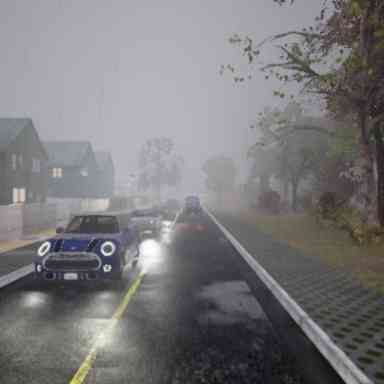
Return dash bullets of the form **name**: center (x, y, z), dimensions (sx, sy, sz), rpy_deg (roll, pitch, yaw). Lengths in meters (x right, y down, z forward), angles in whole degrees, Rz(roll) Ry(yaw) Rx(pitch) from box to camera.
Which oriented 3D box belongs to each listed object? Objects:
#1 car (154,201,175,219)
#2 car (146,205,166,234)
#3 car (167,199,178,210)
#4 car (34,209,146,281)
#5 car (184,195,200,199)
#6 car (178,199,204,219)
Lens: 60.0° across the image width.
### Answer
- **car**: center (-2.856, 1.762, 30.584), dimensions (1.895, 1.301, 4.718), rpy_deg (0, 0, 0)
- **car**: center (-2.880, 1.707, 20.084), dimensions (1.895, 1.301, 4.718), rpy_deg (0, 0, 0)
- **car**: center (-2.843, 1.750, 48.578), dimensions (1.882, 1.535, 5.008), rpy_deg (0, 0, 0)
- **car**: center (-2.862, 1.406, 10.083), dimensions (2.097, 1.767, 4.553), rpy_deg (0, 0, 0)
- **car**: center (0.004, 1.468, 46.137), dimensions (2.150, 2.045, 5.566), rpy_deg (0, 0, 0)
- **car**: center (0.041, 1.654, 31.008), dimensions (2.128, 1.511, 4.902), rpy_deg (0, 0, 0)
